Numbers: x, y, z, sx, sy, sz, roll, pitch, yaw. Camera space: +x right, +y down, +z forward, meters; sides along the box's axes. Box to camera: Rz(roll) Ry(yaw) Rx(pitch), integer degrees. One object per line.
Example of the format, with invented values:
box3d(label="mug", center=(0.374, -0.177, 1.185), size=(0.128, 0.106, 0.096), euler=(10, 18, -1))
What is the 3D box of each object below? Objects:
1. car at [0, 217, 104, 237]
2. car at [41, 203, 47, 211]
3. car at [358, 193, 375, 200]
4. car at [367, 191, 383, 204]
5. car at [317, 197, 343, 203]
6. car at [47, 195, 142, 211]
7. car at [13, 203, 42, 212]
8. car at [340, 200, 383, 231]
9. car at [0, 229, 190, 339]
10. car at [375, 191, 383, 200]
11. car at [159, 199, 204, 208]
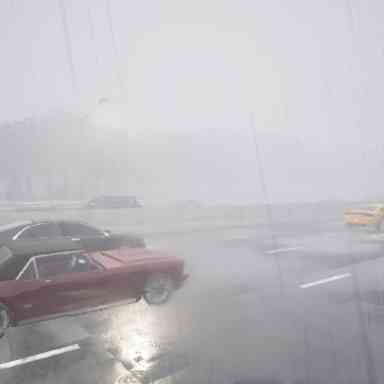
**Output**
box3d(label="car", center=(-3.690, 1.502, 9.708), size=(4.892, 1.490, 1.837), euler=(0, 0, -35))
box3d(label="car", center=(-8.211, 1.557, 23.915), size=(4.181, 1.385, 1.994), euler=(0, 0, -35))
box3d(label="car", center=(25.582, 1.186, 47.668), size=(4.553, 1.767, 2.097), euler=(-1, 1, -35))
box3d(label="car", center=(32.285, 0.872, 56.539), size=(5.566, 2.045, 2.150), euler=(-1, 1, -34))
box3d(label="car", center=(22.410, 1.420, 53.965), size=(4.718, 1.301, 1.895), euler=(-1, 1, -34))
box3d(label="car", center=(-5.889, 1.214, 21.274), size=(5.566, 2.045, 2.150), euler=(0, 0, -35))
box3d(label="car", center=(-12.971, 1.594, 29.122), size=(4.718, 1.301, 1.895), euler=(0, 0, -35))
box3d(label="car", center=(11.370, 1.461, 20.384), size=(5.008, 1.535, 1.882), euler=(0, 0, -35))
box3d(label="car", center=(-2.395, 1.599, 6.336), size=(4.718, 1.301, 1.895), euler=(0, 0, -35))
box3d(label="car", center=(27.406, 1.059, 44.682), size=(5.566, 2.045, 2.150), euler=(-1, 1, -35))
box3d(label="car", center=(-1.036, 1.489, 33.285), size=(4.892, 1.490, 1.837), euler=(0, 0, -35))
